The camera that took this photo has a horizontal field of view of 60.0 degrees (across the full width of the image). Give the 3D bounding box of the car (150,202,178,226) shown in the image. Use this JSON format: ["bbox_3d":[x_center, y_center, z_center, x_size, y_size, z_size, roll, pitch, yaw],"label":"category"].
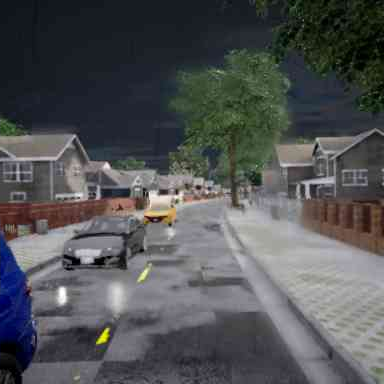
[{"bbox_3d":[-2.153,1.521,23.720,1.882,1.535,5.008,-1,0,4],"label":"car"}]

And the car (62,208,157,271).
[{"bbox_3d":[-2.701,1.538,11.238,2.128,1.511,4.902,-1,0,2],"label":"car"}]

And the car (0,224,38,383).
[{"bbox_3d":[-2.685,1.264,1.230,2.150,2.045,5.566,-1,0,0],"label":"car"}]
